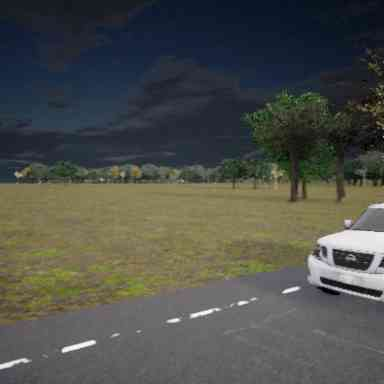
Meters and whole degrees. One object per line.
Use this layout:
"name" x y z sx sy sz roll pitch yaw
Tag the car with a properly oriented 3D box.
"car" 5.052 1.241 7.573 5.566 2.045 2.150 1 0 -35
